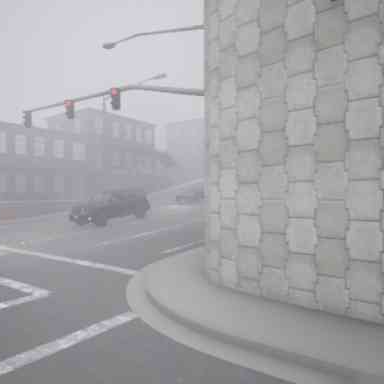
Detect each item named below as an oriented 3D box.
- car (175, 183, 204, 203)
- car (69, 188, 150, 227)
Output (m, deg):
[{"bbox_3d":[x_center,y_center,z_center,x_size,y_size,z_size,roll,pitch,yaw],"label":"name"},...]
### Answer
[{"bbox_3d":[0.679,-0.075,29.678,2.033,1.411,5.357,0,9,35],"label":"car"},{"bbox_3d":[-5.145,0.875,21.446,2.150,2.045,5.566,0,5,35],"label":"car"}]
